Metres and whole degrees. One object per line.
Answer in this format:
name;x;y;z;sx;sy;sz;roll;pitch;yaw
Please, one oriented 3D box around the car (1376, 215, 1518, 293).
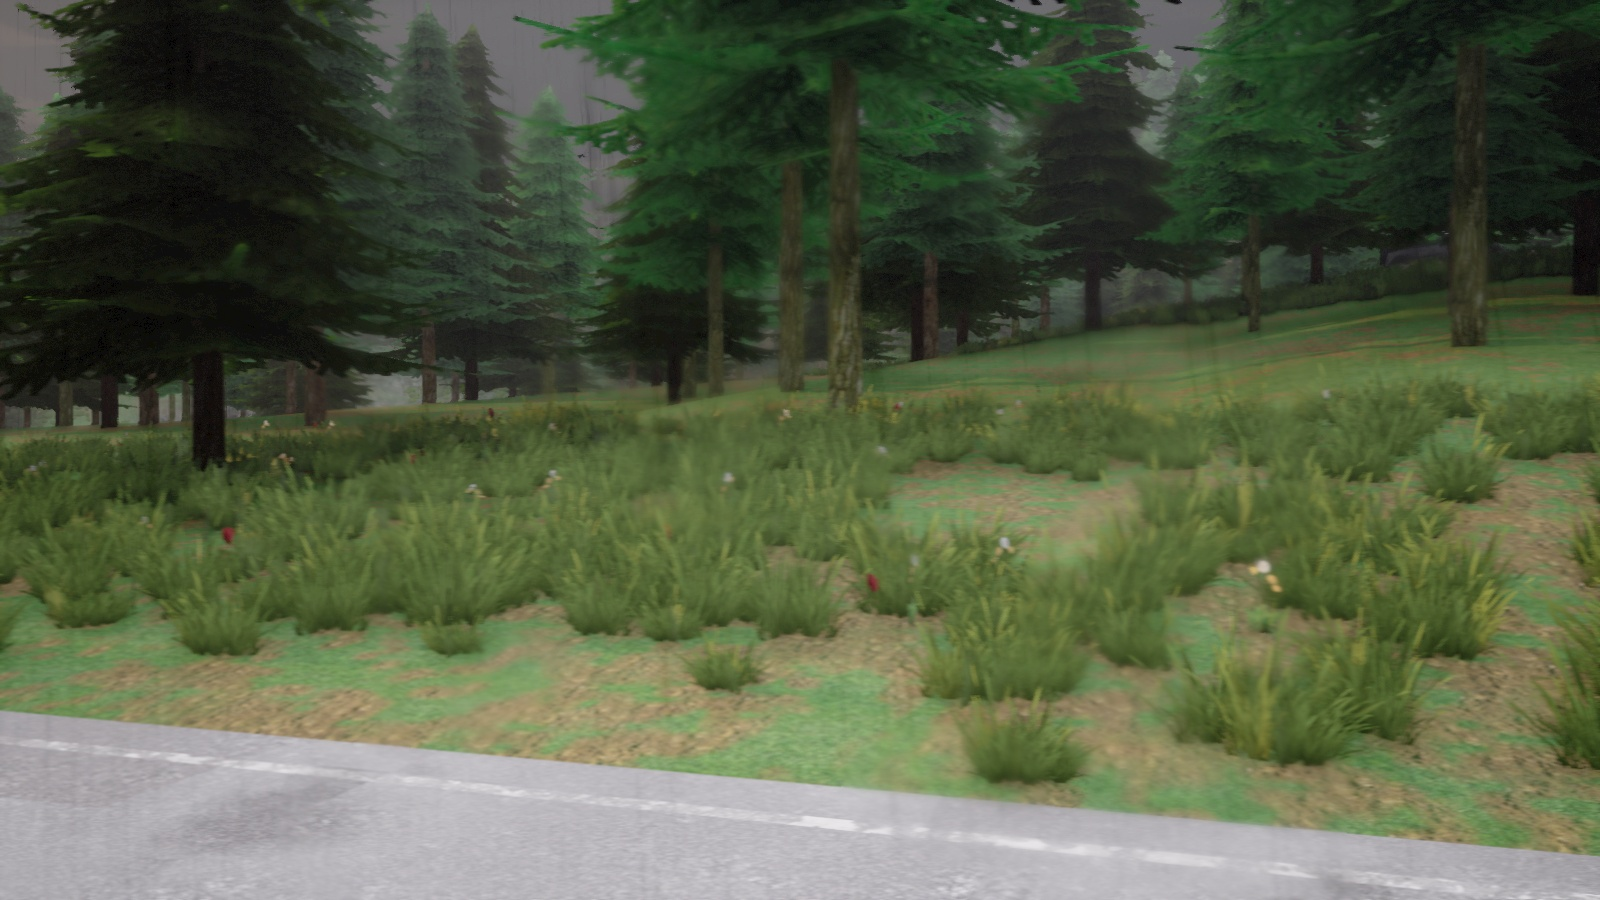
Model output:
car;22.372;-6.739;43.492;3.866;1.878;1.905;-5;-2;43
